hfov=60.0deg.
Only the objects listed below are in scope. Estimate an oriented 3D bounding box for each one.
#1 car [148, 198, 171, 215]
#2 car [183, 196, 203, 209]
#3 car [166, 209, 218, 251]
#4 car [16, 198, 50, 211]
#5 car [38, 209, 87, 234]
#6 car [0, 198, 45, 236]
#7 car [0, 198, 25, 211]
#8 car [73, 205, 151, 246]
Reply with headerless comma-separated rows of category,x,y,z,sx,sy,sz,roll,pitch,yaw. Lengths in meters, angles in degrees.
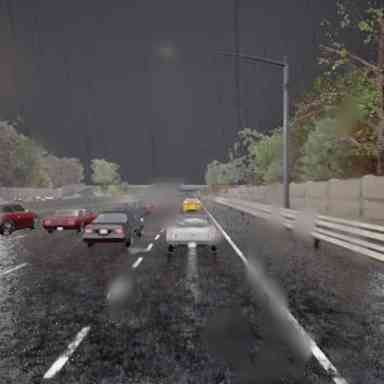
car,-3.382,1.392,34.411,2.097,1.767,4.553,0,0,0
car,0.019,1.518,38.206,1.882,1.535,5.008,0,0,0
car,0.007,1.612,14.200,1.895,1.301,4.718,0,0,0
car,-21.041,1.588,44.286,2.128,1.511,4.902,0,0,0
car,-6.889,1.632,19.601,1.895,1.301,4.718,0,0,0
car,-10.391,1.389,18.607,2.097,1.767,4.553,0,0,0
car,-24.539,1.595,44.153,2.128,1.511,4.902,0,0,0
car,-3.392,1.567,15.272,2.033,1.411,5.357,0,0,0
